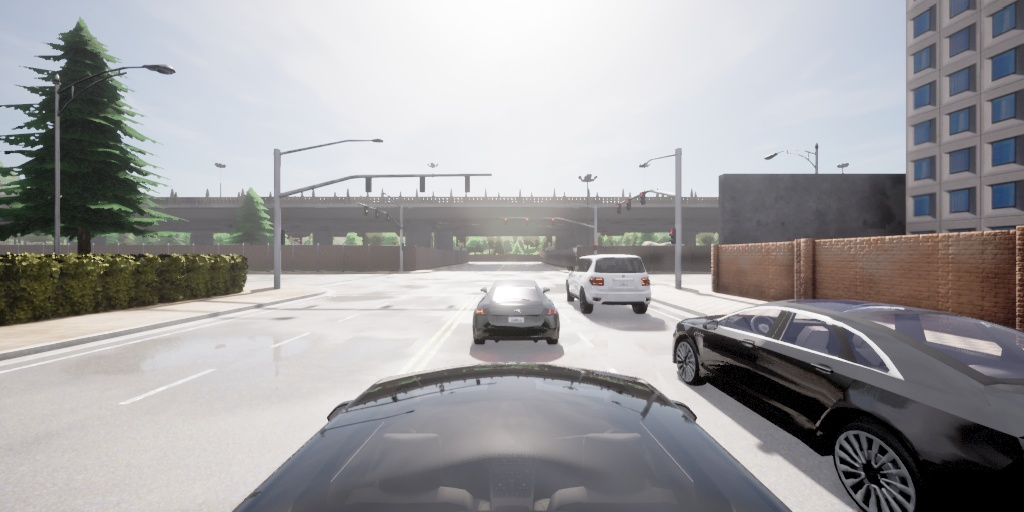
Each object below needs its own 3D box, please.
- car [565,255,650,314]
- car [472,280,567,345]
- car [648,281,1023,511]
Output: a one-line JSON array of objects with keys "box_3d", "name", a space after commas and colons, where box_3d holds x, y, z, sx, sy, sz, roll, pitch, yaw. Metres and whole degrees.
[{"box_3d": [3.481, 0.971, 13.895, 2.150, 2.045, 5.566, 0, 0, 0], "name": "car"}, {"box_3d": [0.087, 1.314, 9.547, 1.994, 1.385, 4.181, 0, 0, 0], "name": "car"}, {"box_3d": [3.593, 1.242, 4.090, 2.128, 1.511, 4.902, 0, 0, 0], "name": "car"}]
